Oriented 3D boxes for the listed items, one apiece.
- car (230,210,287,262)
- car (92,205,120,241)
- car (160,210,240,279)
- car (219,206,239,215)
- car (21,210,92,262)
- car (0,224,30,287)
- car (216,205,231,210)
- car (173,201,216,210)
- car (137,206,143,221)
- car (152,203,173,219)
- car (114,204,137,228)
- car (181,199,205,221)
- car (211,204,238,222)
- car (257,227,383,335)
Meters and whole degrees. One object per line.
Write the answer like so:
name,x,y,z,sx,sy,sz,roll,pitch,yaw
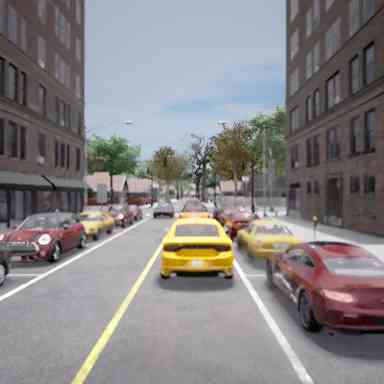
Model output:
car,2.673,1.607,12.293,1.752,1.417,4.829,0,0,0
car,-5.335,1.643,17.494,1.752,1.417,4.829,0,0,0
car,0.131,1.546,10.259,1.882,1.535,5.008,0,-1,0
car,2.690,1.663,17.641,1.887,1.381,4.507,0,0,0
car,-5.352,1.521,12.146,1.967,1.590,4.097,0,0,0
car,-5.370,1.594,6.627,2.008,1.369,4.403,0,0,0
car,2.708,1.739,23.158,1.802,1.307,4.206,0,0,0
car,0.162,1.491,20.533,2.097,1.767,4.553,0,0,0
car,-5.299,1.777,28.702,1.802,1.307,4.206,0,0,0
car,-2.653,1.768,32.368,2.033,1.411,5.357,0,0,0
car,-5.317,1.597,23.184,1.967,1.590,4.097,0,0,0
car,0.096,1.559,30.365,2.097,1.767,4.553,0,0,0
car,2.726,1.761,28.677,1.947,1.339,4.313,0,0,0
car,2.655,1.625,6.604,1.802,1.307,4.206,0,0,0
